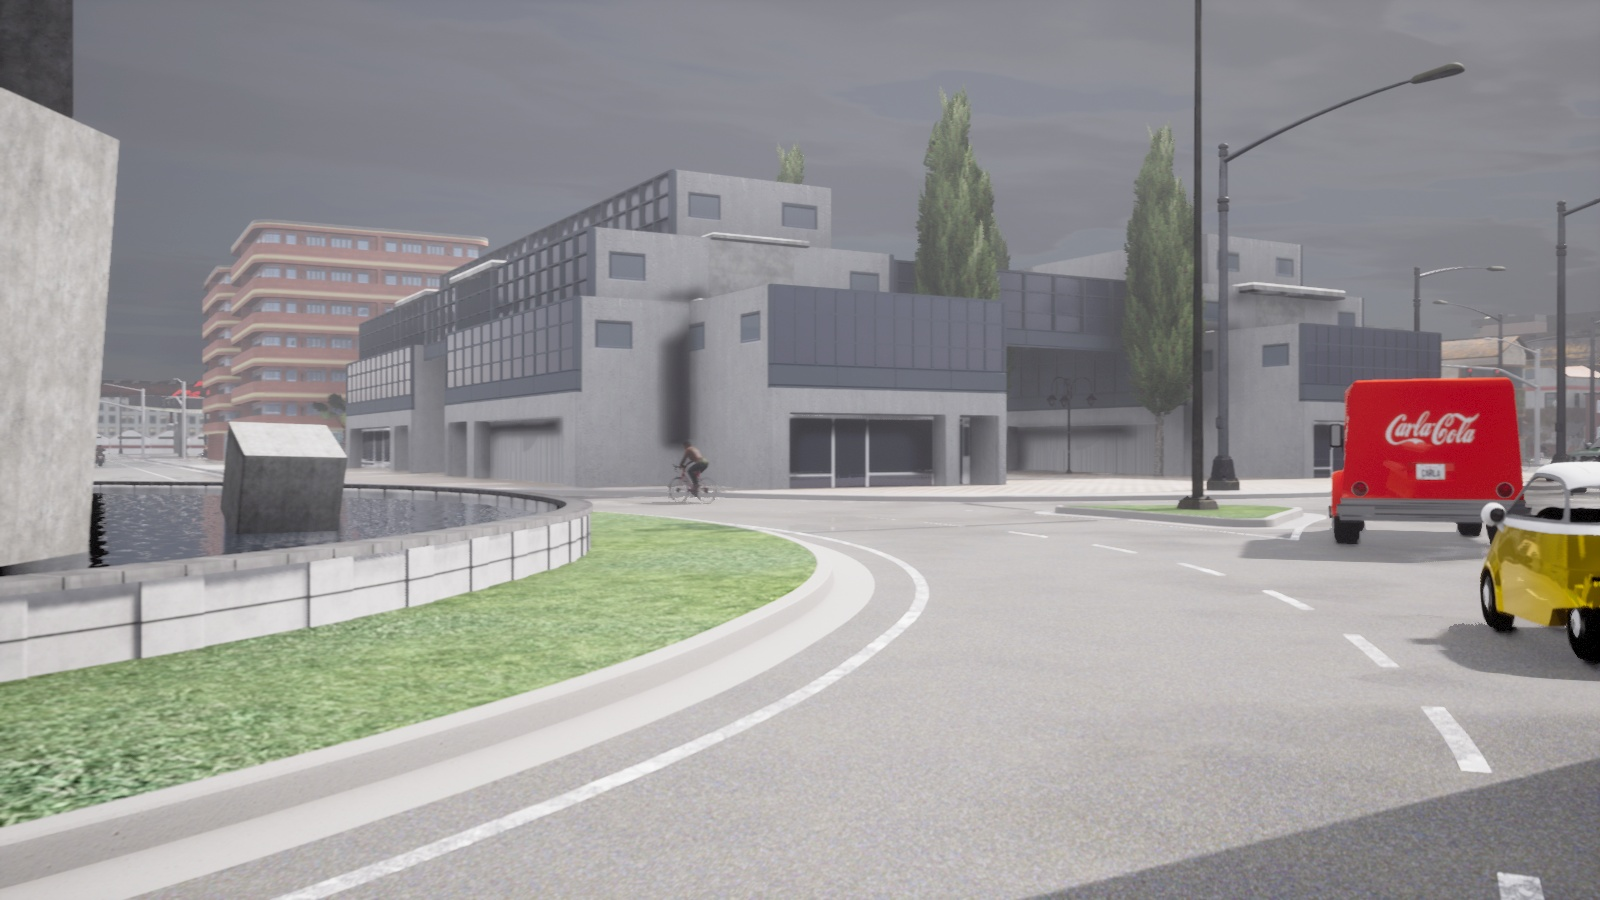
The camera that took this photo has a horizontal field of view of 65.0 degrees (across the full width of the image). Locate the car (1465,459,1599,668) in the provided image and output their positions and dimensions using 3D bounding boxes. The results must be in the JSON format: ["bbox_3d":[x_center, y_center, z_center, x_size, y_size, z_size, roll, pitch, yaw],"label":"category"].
[{"bbox_3d":[6.061,0.777,9.440,1.481,1.376,2.207,0,1,17],"label":"car"}]

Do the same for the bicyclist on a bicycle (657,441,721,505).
[{"bbox_3d":[-2.892,0.583,32.638,1.656,1.620,0.582,0,1,37],"label":"bicyclist on a bicycle"}]

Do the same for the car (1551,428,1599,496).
[{"bbox_3d":[26.245,0.366,39.387,5.566,2.045,2.150,0,0,-30],"label":"car"}]

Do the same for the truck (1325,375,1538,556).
[{"bbox_3d":[9.834,0.204,20.048,2.627,2.467,5.204,0,0,22],"label":"truck"}]
